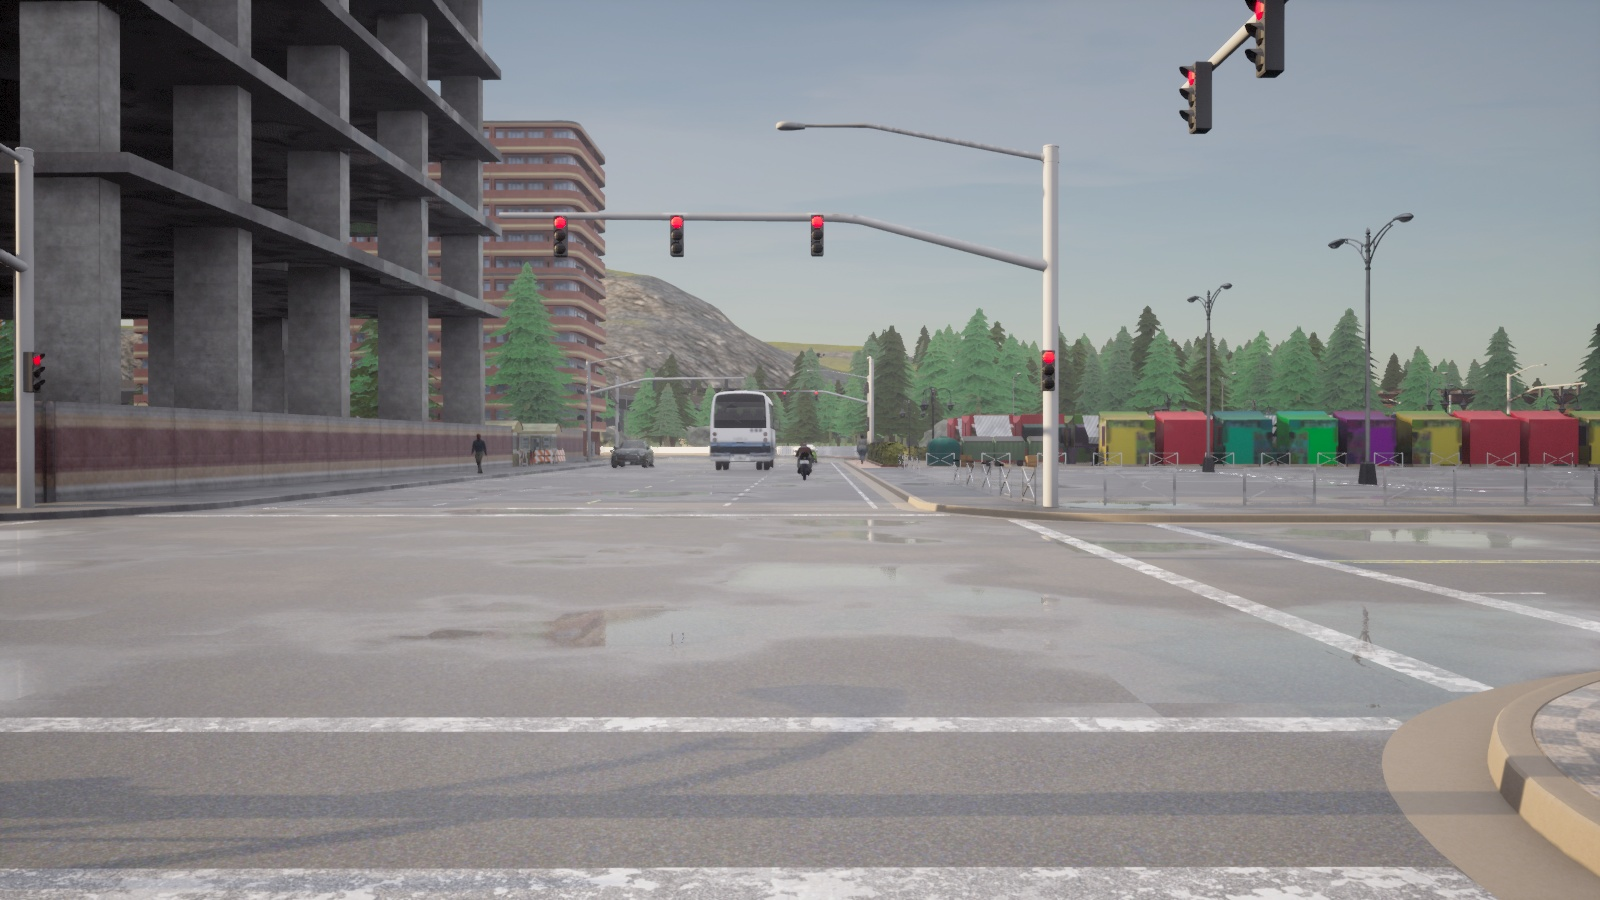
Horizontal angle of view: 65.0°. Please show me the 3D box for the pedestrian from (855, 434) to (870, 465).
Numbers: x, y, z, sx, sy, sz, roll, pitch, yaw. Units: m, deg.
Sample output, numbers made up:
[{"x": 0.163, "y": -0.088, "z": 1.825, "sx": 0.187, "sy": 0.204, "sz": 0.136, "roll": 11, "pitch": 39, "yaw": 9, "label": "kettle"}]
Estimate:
[{"x": 3.843, "y": -0.035, "z": 77.633, "sx": 0.874, "sy": 1.855, "sz": 0.900, "roll": 0, "pitch": 0, "yaw": 6, "label": "pedestrian"}]

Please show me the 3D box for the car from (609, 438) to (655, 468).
[{"x": -10.077, "y": 0.171, "z": 75.533, "sx": 2.097, "sy": 1.767, "sz": 4.553, "roll": 0, "pitch": 0, "yaw": 1, "label": "car"}]

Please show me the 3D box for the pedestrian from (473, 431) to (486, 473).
[{"x": -13.807, "y": 0.084, "z": 54.069, "sx": 0.370, "sy": 1.835, "sz": 0.726, "roll": 0, "pitch": 0, "yaw": -1, "label": "pedestrian"}]

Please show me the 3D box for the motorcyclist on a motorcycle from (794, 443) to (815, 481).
[{"x": 0.192, "y": 0.491, "z": 51.469, "sx": 0.866, "sy": 1.530, "sz": 2.191, "roll": 0, "pitch": 0, "yaw": 1, "label": "motorcyclist on a motorcycle"}]

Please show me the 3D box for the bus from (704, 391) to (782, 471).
[{"x": -3.110, "y": -1.039, "z": 71.988, "sx": 3.944, "sy": 4.253, "sz": 10.273, "roll": 0, "pitch": 0, "yaw": 1, "label": "bus"}]
